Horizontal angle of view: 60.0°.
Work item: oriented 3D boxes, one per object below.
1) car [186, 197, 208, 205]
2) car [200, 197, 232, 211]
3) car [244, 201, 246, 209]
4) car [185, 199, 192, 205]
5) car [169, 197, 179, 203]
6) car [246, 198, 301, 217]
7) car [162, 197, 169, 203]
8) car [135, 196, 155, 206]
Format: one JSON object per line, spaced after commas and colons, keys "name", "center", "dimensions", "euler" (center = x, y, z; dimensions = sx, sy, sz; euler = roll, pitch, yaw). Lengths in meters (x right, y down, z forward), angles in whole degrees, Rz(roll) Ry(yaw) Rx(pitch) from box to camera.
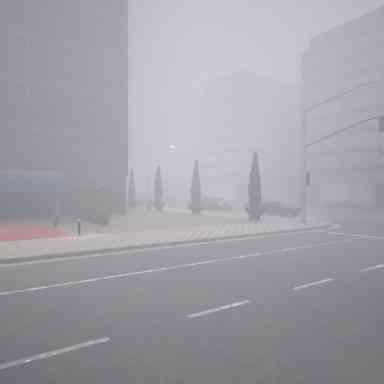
{"name": "car", "center": [0.895, 1.564, 61.402], "dimensions": [1.994, 1.385, 4.181], "euler": [0, 0, -34]}
{"name": "car", "center": [2.794, 1.353, 40.010], "dimensions": [2.097, 1.767, 4.553], "euler": [0, 0, -35]}
{"name": "car", "center": [8.173, 1.478, 38.419], "dimensions": [1.882, 1.535, 5.008], "euler": [0, 0, -35]}
{"name": "car", "center": [1.108, 1.548, 48.538], "dimensions": [2.033, 1.411, 5.357], "euler": [0, 0, -35]}
{"name": "car", "center": [-4.763, 1.600, 69.567], "dimensions": [1.895, 1.301, 4.718], "euler": [0, 0, -34]}
{"name": "car", "center": [8.156, 1.547, 32.292], "dimensions": [2.033, 1.411, 5.357], "euler": [0, 0, -34]}
{"name": "car", "center": [-6.693, 1.477, 59.796], "dimensions": [1.882, 1.535, 5.008], "euler": [0, 0, -34]}
{"name": "car", "center": [-7.924, 1.601, 55.411], "dimensions": [1.895, 1.301, 4.718], "euler": [0, 0, -35]}
